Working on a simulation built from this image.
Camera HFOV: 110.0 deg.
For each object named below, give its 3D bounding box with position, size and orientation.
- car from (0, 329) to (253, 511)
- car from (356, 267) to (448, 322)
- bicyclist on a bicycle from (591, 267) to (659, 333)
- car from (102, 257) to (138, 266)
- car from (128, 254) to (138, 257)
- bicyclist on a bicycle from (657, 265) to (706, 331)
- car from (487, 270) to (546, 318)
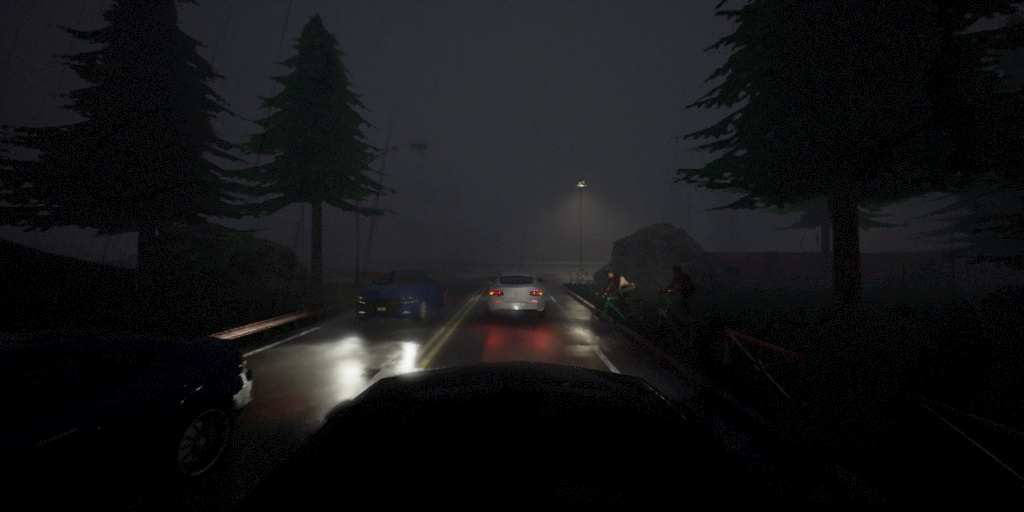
[{"bbox_3d":[-3.603,1.262,1.885,1.812,1.442,4.674,0,0,0],"label":"car"},{"bbox_3d":[-3.489,1.155,12.210,1.882,1.535,5.008,0,0,1],"label":"car"},{"bbox_3d":[2.690,1.075,9.083,1.656,1.620,0.582,-9,3,-13],"label":"bicyclist on a bicycle"},{"bbox_3d":[-33.794,1.129,31.313,5.008,1.535,1.882,0,0,0],"label":"car"},{"bbox_3d":[-34.258,0.852,34.815,5.566,2.045,2.150,0,0,0],"label":"car"},{"bbox_3d":[4.137,1.064,8.836,1.656,1.620,0.582,5,-1,-14],"label":"bicyclist on a bicycle"},{"bbox_3d":[0.157,1.214,12.553,1.812,1.442,4.674,0,0,1],"label":"car"}]
